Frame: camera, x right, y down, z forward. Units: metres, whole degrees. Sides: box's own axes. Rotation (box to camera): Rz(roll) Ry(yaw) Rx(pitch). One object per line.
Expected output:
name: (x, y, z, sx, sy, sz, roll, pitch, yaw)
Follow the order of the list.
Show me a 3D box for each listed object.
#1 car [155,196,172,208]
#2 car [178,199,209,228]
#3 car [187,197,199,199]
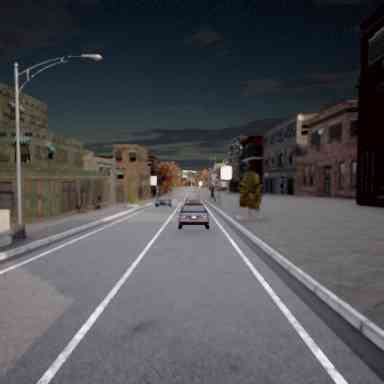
car: (-3.545, 1.244, 41.950, 1.994, 1.385, 4.181, 0, 0, 0)
car: (0.106, 1.416, 20.799, 2.033, 1.411, 5.357, 0, 1, 0)
car: (0.084, 1.274, 42.841, 1.895, 1.301, 4.718, 0, 0, 0)
